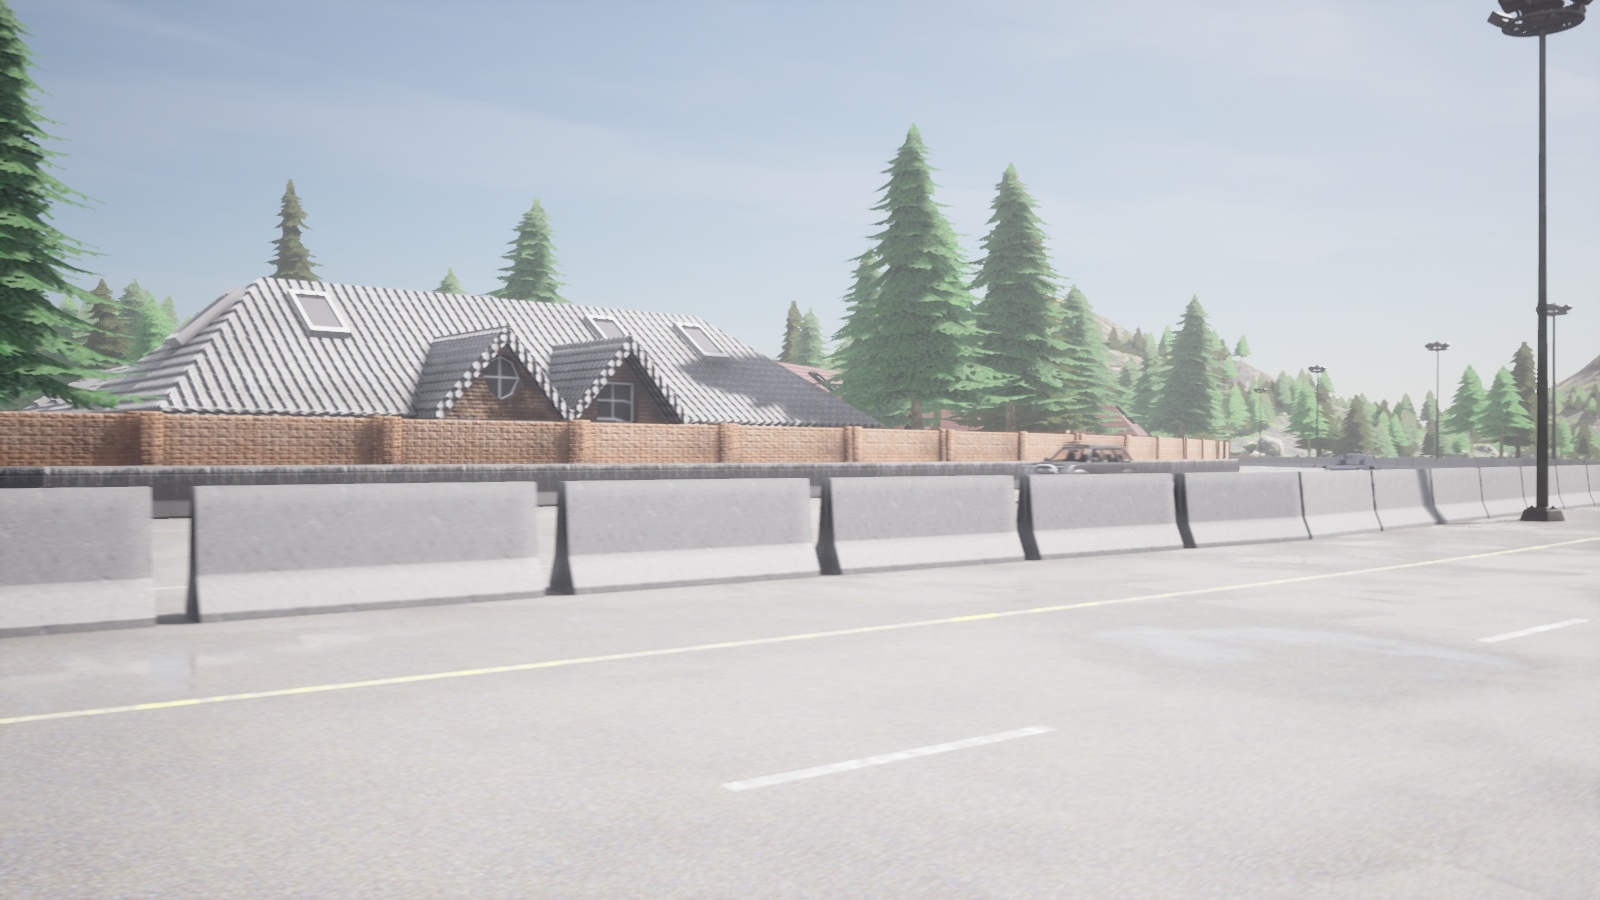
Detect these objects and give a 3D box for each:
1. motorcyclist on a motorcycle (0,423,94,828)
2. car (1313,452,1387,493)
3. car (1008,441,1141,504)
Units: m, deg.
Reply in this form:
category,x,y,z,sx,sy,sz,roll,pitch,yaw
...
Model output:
category,x,y,z,sx,sy,sz,roll,pitch,yaw
motorcyclist on a motorcycle,-4.176,0.719,4.958,2.350,1.649,0.766,0,-1,-35
car,21.425,0.844,48.876,1.845,1.501,3.633,0,0,37
car,8.592,0.650,39.089,1.932,1.855,4.605,0,0,43
